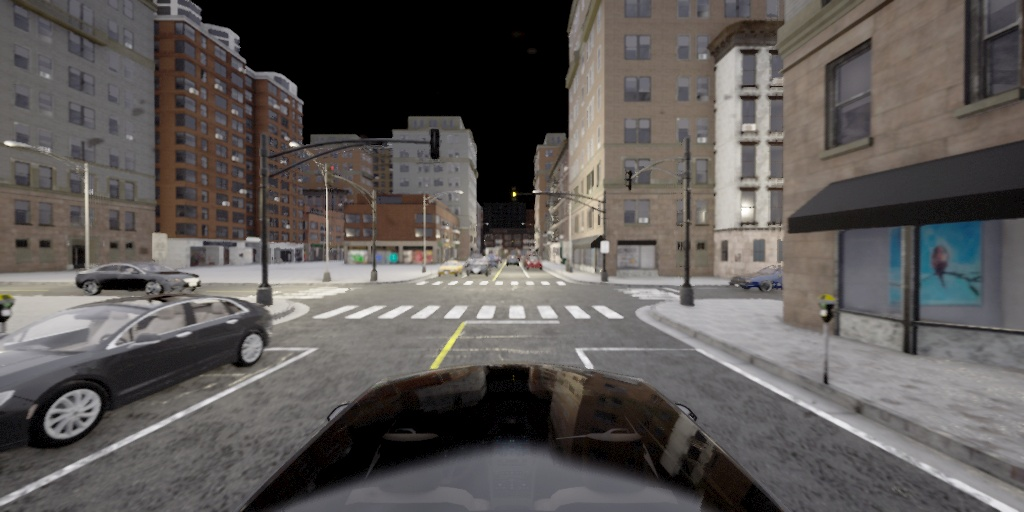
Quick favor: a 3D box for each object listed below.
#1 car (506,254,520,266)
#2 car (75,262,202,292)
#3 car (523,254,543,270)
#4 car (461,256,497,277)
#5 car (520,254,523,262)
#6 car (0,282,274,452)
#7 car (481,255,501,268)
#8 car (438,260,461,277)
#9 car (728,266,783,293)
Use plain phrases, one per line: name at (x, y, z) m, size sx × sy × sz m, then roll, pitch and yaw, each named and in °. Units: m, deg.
car at (0.114, 0.851, 58.178) m, size 1.994 × 1.385 × 4.181 m, roll 0°, pitch 0°, yaw 0°
car at (-17.277, 1.038, 16.741) m, size 4.902 × 1.511 × 2.128 m, roll 0°, pitch 0°, yaw 2°
car at (2.647, 0.849, 43.247) m, size 1.967 × 1.591 × 4.097 m, roll 0°, pitch 0°, yaw 0°
car at (-2.828, 0.994, 31.570) m, size 2.128 × 1.511 × 4.902 m, roll 0°, pitch 1°, yaw 2°
car at (2.648, 0.677, 48.909) m, size 2.192 × 1.841 × 5.009 m, roll 0°, pitch 0°, yaw 0°
car at (-5.386, 1.273, 5.081) m, size 2.007 × 1.370 × 4.403 m, roll 0°, pitch 0°, yaw 0°
car at (-2.826, 0.948, 46.256) m, size 1.994 × 1.385 × 4.181 m, roll 0°, pitch 0°, yaw 0°
car at (-5.380, 1.027, 31.756) m, size 1.751 × 1.417 × 4.829 m, roll 0°, pitch 0°, yaw 0°
car at (15.000, 1.232, 19.703) m, size 5.357 × 1.411 × 2.033 m, roll 0°, pitch 0°, yaw 0°
